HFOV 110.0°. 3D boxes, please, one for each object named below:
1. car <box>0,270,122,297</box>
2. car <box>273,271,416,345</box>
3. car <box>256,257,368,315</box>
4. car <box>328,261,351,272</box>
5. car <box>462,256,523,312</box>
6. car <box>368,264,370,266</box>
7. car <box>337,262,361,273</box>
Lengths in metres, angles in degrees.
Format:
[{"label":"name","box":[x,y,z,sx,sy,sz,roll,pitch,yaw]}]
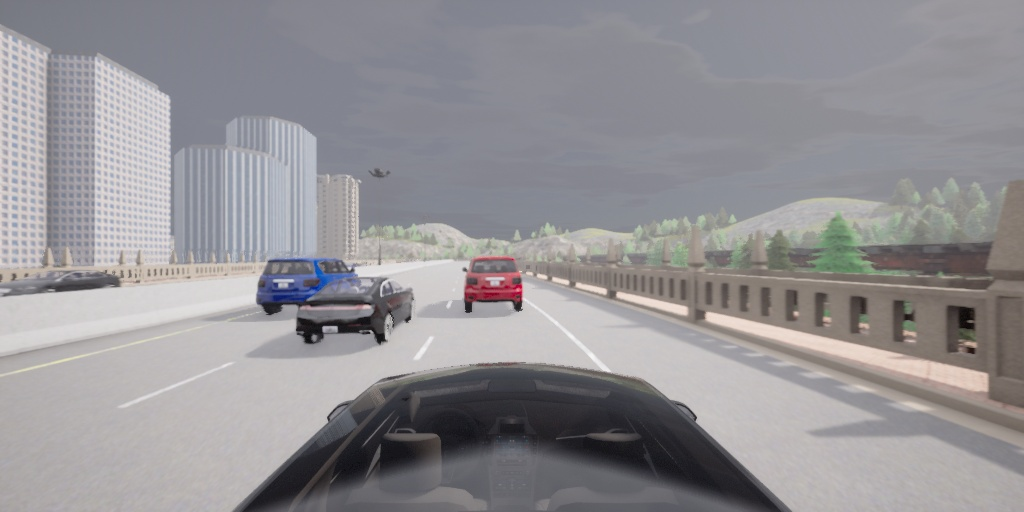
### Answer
[{"label":"car","box":[-22.550,1.452,17.963,2.128,1.511,4.902,0,0,-8]},{"label":"car","box":[-3.906,1.304,9.762,2.128,1.511,4.902,0,0,-4]},{"label":"car","box":[-7.850,1.080,14.496,2.150,2.045,5.566,0,0,-7]},{"label":"car","box":[-27.807,1.666,58.024,1.882,1.535,5.008,0,0,-7]},{"label":"car","box":[-0.868,1.042,14.928,2.150,2.045,5.566,0,0,-6]},{"label":"car","box":[-19.150,1.678,45.647,1.895,1.301,4.718,0,0,-7]},{"label":"car","box":[-23.481,1.659,51.858,1.812,1.442,4.674,0,0,-7]}]
